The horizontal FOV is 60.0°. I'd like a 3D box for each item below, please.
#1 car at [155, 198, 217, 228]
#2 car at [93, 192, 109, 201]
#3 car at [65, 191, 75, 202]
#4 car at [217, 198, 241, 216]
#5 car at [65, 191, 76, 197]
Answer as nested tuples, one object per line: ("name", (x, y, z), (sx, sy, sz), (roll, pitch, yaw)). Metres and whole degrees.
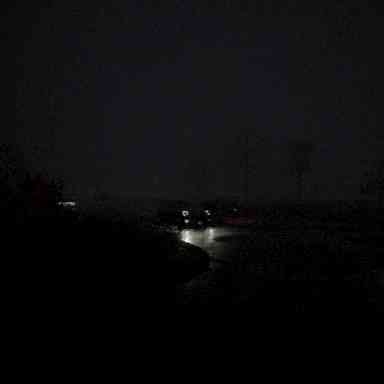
("car", (-0.662, 1.252, 21.811), (2.097, 1.767, 4.553), (-1, 1, -31))
("car", (-17.498, 0.730, 63.838), (2.097, 1.767, 4.553), (-1, 1, -31))
("car", (-21.335, 1.013, 56.575), (1.837, 1.490, 4.892), (-1, 1, -30))
("car", (2.406, 1.274, 30.352), (2.128, 1.511, 4.902), (-1, 1, -31))
("car", (-32.846, 0.569, 89.671), (1.837, 1.490, 4.892), (-1, 1, -31))
